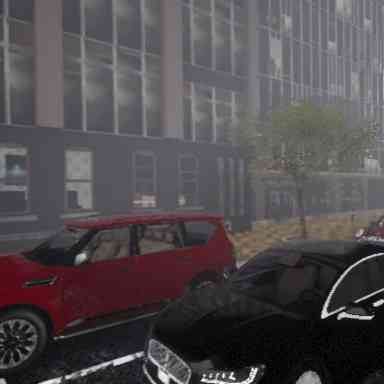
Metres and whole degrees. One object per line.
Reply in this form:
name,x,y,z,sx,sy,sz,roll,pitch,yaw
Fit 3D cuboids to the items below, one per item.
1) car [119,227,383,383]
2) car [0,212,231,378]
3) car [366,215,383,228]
car,1.703,1.501,4.595,4.892,1.490,1.837,-1,0,-35
car,-1.412,1.314,5.696,5.009,1.841,2.192,0,-1,-35
car,7.653,1.433,12.050,4.097,1.590,1.967,0,-1,-35
